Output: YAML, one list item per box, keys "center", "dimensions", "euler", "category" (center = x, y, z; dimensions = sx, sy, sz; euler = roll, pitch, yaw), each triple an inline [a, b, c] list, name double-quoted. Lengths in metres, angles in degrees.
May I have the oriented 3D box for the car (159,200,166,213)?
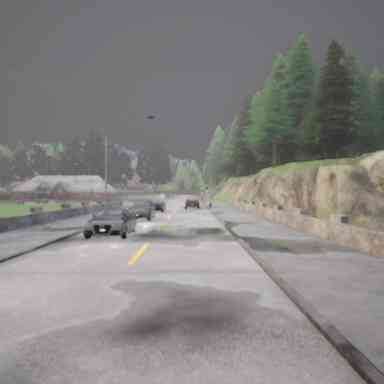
- center: [-4.004, 1.568, 37.376]
  dimensions: [1.895, 1.301, 4.718]
  euler: [0, 0, 0]
  category: "car"

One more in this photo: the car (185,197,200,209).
- center: [0.055, 1.438, 44.712]
  dimensions: [1.882, 1.535, 5.008]
  euler: [0, 0, 0]
  category: "car"

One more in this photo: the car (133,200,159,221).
- center: [-4.080, 1.481, 27.194]
  dimensions: [1.837, 1.490, 4.892]
  euler: [0, 0, 0]
  category: "car"

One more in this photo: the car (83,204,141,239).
- center: [-4.097, 1.549, 17.179]
  dimensions: [1.994, 1.385, 4.181]
  euler: [0, 0, 0]
  category: "car"
